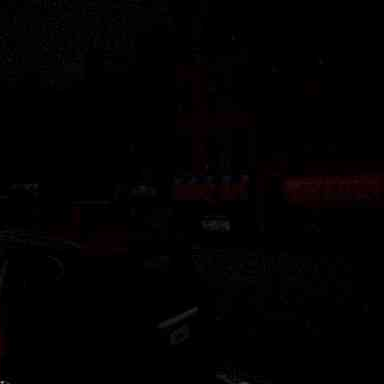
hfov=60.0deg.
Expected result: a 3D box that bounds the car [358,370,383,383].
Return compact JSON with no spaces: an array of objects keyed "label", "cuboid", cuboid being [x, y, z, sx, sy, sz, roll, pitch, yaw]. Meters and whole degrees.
[{"label":"car","cuboid":[2.459,1.429,1.067,4.097,1.590,1.967,-1,-1,35]}]

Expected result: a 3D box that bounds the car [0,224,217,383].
[{"label":"car","cuboid":[-2.053,1.345,4.285,5.009,1.841,2.192,-1,-1,35]}]
